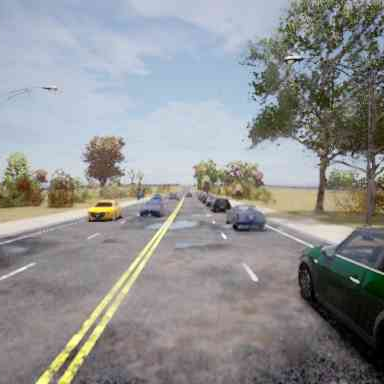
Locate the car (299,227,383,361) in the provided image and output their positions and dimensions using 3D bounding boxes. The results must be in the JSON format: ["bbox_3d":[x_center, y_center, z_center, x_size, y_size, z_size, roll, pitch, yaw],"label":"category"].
[{"bbox_3d":[3.342,1.335,5.343,2.097,1.767,4.553,0,0,0],"label":"car"}]

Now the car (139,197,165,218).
[{"bbox_3d":[-3.448,1.450,29.613,2.033,1.411,5.357,0,0,0],"label":"car"}]

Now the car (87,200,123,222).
[{"bbox_3d":[-6.676,1.394,25.949,1.882,1.535,5.008,0,0,0],"label":"car"}]

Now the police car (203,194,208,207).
[{"bbox_3d":[3.010,1.339,47.347,2.038,1.542,4.974,0,0,-1],"label":"police car"}]

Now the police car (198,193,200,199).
[{"bbox_3d":[2.749,1.163,69.470,1.930,1.638,5.238,0,0,-1],"label":"police car"}]

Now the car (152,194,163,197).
[{"bbox_3d":[-6.977,1.209,67.431,1.882,1.535,5.008,0,1,-1],"label":"car"}]

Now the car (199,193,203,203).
[{"bbox_3d":[2.889,1.291,58.386,2.163,1.488,4.792,0,0,-1],"label":"car"}]

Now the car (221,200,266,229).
[{"bbox_3d":[3.303,1.478,21.258,2.033,1.411,5.357,0,0,-1],"label":"car"}]

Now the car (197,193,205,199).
[{"bbox_3d":[2.469,1.134,91.359,1.837,1.490,4.892,0,0,-1],"label":"car"}]

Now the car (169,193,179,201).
[{"bbox_3d":[-3.761,1.027,70.232,2.097,1.767,4.553,0,0,-1],"label":"car"}]

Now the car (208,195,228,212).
[{"bbox_3d":[3.106,1.355,36.335,1.882,1.535,5.008,0,0,0],"label":"car"}]
